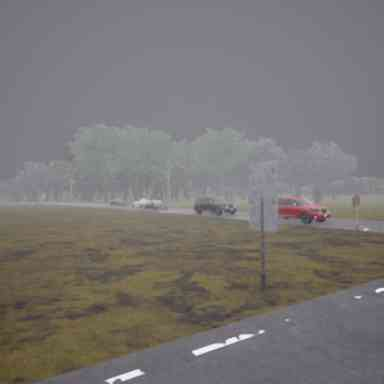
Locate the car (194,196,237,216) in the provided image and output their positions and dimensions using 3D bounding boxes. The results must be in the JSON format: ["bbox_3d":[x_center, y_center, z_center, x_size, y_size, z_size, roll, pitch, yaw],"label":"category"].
[{"bbox_3d":[2.406,1.468,36.061,2.150,2.045,5.566,-1,0,-36],"label":"car"}]

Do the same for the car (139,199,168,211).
[{"bbox_3d":[-5.142,1.847,46.578,1.812,1.442,4.674,-1,0,-36],"label":"car"}]

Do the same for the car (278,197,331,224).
[{"bbox_3d":[8.534,1.440,27.535,2.150,2.045,5.566,-1,1,-36],"label":"car"}]

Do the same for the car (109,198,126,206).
[{"bbox_3d":[-14.400,1.957,64.451,2.128,1.511,4.902,-1,0,-36],"label":"car"}]

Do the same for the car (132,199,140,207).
[{"bbox_3d":[-8.531,1.881,56.302,1.812,1.442,4.674,-1,0,-36],"label":"car"}]
